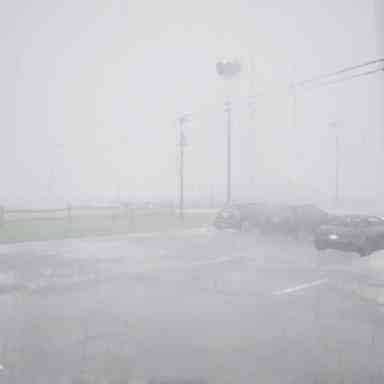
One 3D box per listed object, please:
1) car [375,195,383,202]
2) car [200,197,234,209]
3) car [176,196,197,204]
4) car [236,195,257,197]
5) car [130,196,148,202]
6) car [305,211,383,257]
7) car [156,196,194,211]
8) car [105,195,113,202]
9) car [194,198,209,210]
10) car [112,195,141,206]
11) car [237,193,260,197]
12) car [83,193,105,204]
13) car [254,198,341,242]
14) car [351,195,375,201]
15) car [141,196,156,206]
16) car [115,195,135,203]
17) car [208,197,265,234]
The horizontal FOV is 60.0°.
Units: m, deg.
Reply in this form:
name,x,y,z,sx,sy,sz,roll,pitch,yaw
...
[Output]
name,x,y,z,sx,sy,sz,roll,pitch,yaw
car,44.298,1.483,75.444,1.837,1.490,4.892,0,0,0
car,3.334,1.471,45.636,1.882,1.535,5.008,0,0,-36
car,-1.161,1.556,63.767,1.994,1.385,4.181,0,0,-36
car,6.567,1.555,47.146,1.994,1.385,4.181,0,0,-36
car,-11.486,1.475,72.010,1.895,1.301,4.718,0,0,-36
car,6.608,1.562,13.055,4.181,1.385,1.994,0,0,-38
car,-2.222,1.521,41.367,1.812,1.442,4.674,0,0,-36
car,-16.921,1.418,67.582,1.812,1.442,4.674,0,0,-36
car,0.871,1.558,43.068,1.994,1.385,4.181,0,0,-36
car,-10.317,1.596,52.465,1.895,1.301,4.718,0,0,-36
car,8.853,1.211,49.976,2.150,2.045,5.566,0,0,-36
car,-19.747,1.137,65.518,2.150,2.045,5.566,0,0,-36
car,5.539,1.348,16.661,4.553,1.767,2.097,0,0,-38
car,40.654,1.523,78.409,2.033,1.411,5.357,0,0,-7
car,-7.443,1.558,54.474,1.994,1.385,4.181,0,0,-36
car,-14.126,1.431,69.690,2.033,1.411,5.357,0,0,-36
car,3.492,1.348,19.499,4.553,1.767,2.097,0,0,-38
